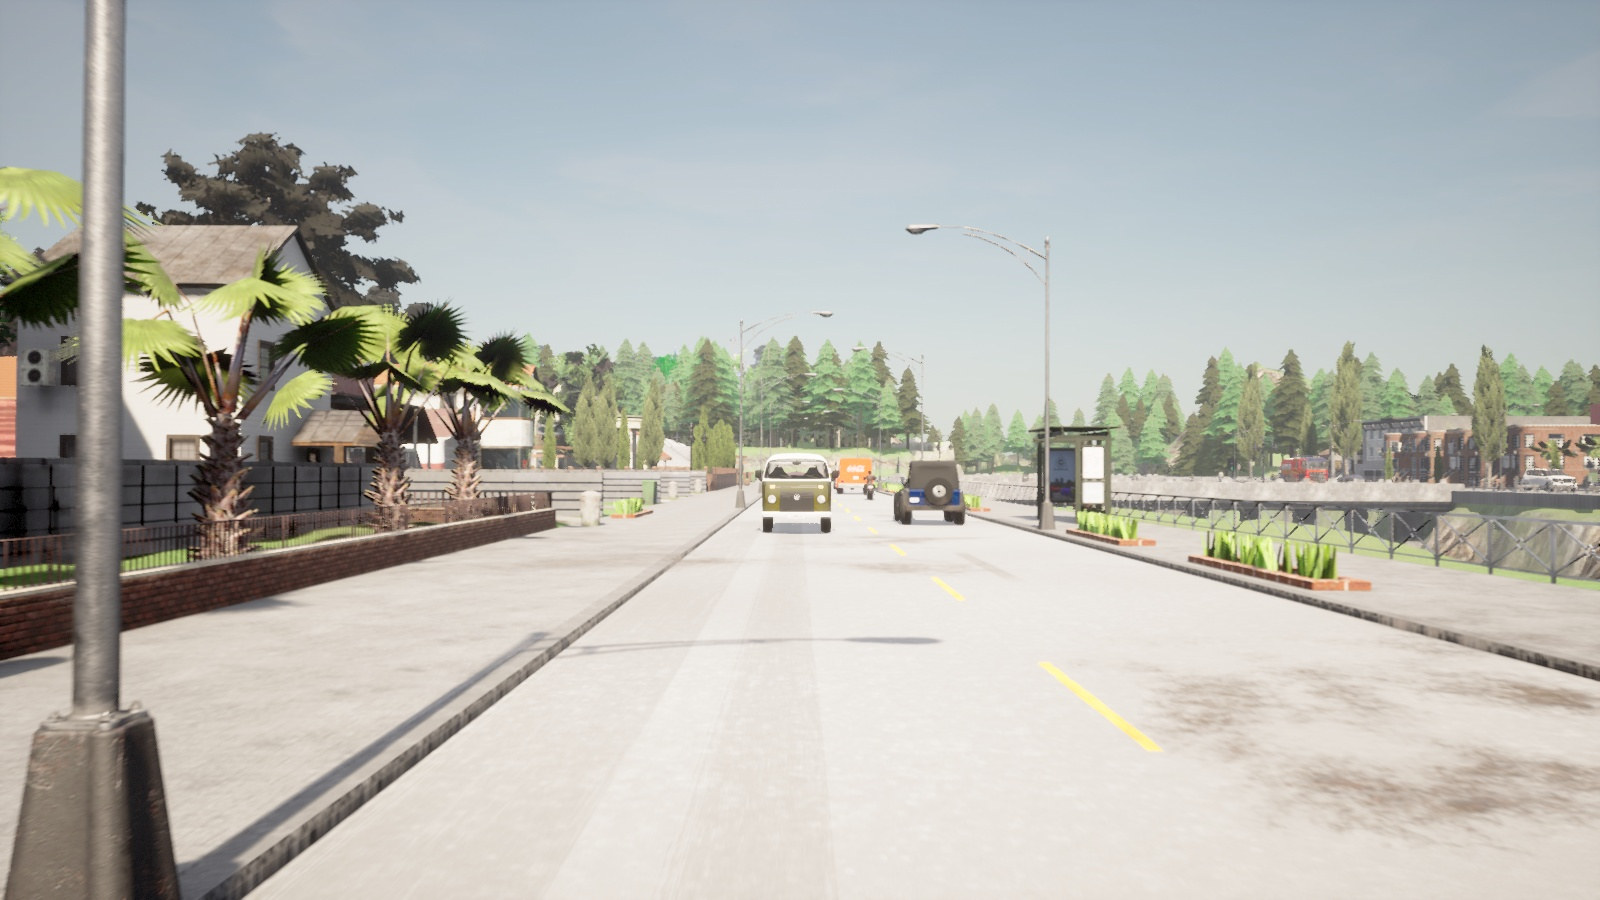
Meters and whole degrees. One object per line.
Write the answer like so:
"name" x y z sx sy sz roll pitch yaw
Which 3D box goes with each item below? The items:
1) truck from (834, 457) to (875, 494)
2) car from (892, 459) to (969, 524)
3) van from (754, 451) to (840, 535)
"truck" 3.792 1.781 87.731 2.627 2.467 5.204 0 -1 0
"car" 3.910 1.234 38.186 1.905 1.878 3.866 0 -1 0
"van" -0.078 1.087 32.773 2.069 2.038 4.480 0 -1 0
